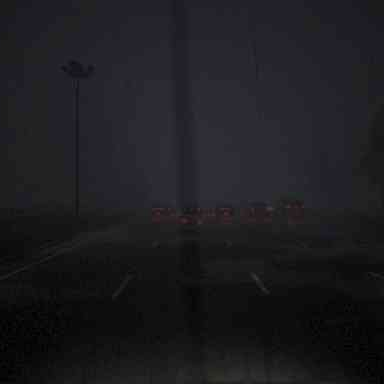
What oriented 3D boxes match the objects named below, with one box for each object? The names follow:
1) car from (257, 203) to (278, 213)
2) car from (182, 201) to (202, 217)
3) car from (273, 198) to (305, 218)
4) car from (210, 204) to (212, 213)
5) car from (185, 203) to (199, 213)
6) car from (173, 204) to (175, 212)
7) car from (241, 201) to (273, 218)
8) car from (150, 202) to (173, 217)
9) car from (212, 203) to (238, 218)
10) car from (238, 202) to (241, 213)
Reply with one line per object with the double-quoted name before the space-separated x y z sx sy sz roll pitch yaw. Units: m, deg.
"car" 10.512 2.193 46.710 1.895 1.301 4.718 0 -1 0
"car" 0.015 1.818 36.702 2.097 1.767 4.553 0 -1 0
"car" 10.513 1.681 36.209 2.150 2.045 5.566 0 -1 0
"car" 3.511 2.194 46.744 1.895 1.301 4.718 0 -1 0
"car" 0.014 2.197 46.983 1.895 1.301 4.718 0 -1 0
"car" -3.485 2.123 47.138 1.812 1.442 4.674 0 -1 0
"car" 7.012 1.812 36.259 2.097 1.767 4.553 0 -1 0
"car" -3.485 1.971 36.718 1.837 1.490 4.892 0 -1 0
"car" 3.511 1.968 36.461 1.837 1.490 4.892 0 -1 0
"car" 7.007 2.131 46.001 2.033 1.411 5.357 0 -1 0
